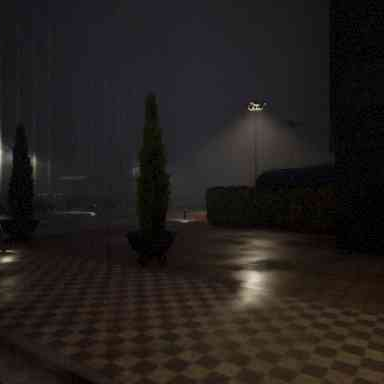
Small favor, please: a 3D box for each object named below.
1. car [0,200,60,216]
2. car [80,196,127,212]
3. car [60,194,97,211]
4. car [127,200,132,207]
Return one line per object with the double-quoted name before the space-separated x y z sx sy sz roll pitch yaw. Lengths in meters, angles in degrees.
"car" -15.842 1.505 32.344 1.837 1.490 4.892 0 0 35
"car" -10.511 1.505 40.004 1.837 1.490 4.892 0 0 35
"car" -14.055 1.221 41.047 2.150 2.045 5.566 0 0 35
"car" -8.062 1.491 49.628 2.128 1.511 4.902 0 0 35
